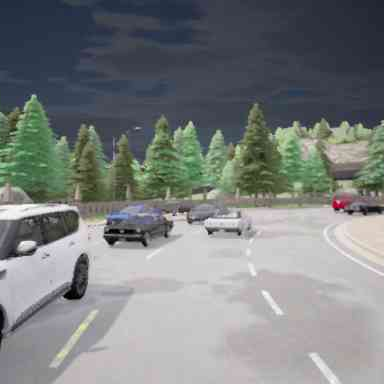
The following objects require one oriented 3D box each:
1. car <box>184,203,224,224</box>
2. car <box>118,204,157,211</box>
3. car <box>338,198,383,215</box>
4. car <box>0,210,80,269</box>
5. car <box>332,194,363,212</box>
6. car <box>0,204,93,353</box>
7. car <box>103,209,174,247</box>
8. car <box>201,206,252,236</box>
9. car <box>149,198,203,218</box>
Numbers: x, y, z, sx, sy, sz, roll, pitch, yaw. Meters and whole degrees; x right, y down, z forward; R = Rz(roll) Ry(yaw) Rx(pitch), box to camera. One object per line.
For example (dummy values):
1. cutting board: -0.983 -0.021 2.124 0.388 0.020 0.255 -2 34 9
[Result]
1. car: 1.258 1.622 25.639 1.837 1.490 4.892 -1 0 28
2. car: -3.804 1.616 22.781 1.882 1.535 5.008 -1 0 23
3. car: 17.574 1.594 33.900 5.357 1.411 2.033 0 0 -36
4. car: -6.346 1.584 12.749 1.882 1.535 5.008 0 0 8
5. car: 18.669 1.285 38.691 5.566 2.045 2.150 0 -1 -32
6. car: -3.451 1.274 5.637 2.150 2.045 5.566 0 0 2
7. car: -2.378 1.696 15.918 1.895 1.301 4.718 0 0 14
8. car: 2.229 1.680 19.066 1.895 1.301 4.718 -1 0 19
9. car: -1.241 1.305 28.802 2.033 1.411 5.357 -1 0 30
